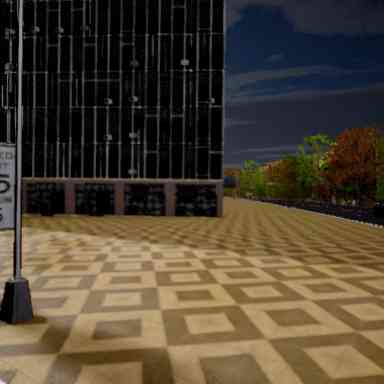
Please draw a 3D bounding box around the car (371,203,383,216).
[{"bbox_3d":[17.987,1.637,30.061,1.994,1.385,4.181,1,0,4],"label":"car"}]
